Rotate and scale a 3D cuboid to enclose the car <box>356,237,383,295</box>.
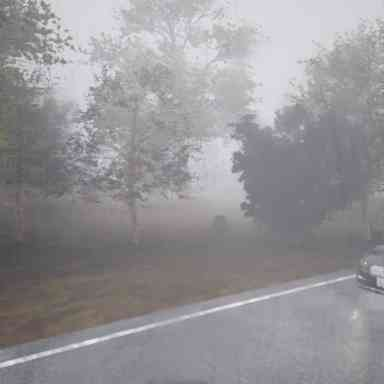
[{"bbox_3d":[5.742,1.442,7.481,4.902,1.511,2.128,0,1,-31],"label":"car"}]
